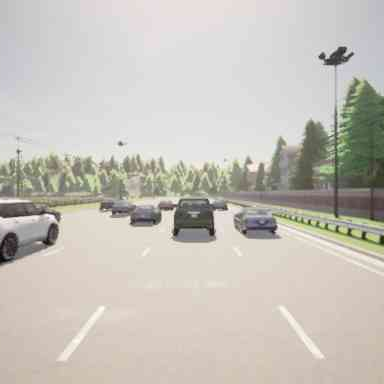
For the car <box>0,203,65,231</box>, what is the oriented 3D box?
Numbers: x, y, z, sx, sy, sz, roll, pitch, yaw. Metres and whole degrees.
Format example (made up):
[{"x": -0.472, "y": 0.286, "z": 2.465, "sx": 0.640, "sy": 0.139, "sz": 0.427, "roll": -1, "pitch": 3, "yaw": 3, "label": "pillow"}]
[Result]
[{"x": -10.400, "y": 1.544, "z": 22.076, "sx": 2.128, "sy": 1.511, "sz": 4.902, "roll": 0, "pitch": 0, "yaw": 0, "label": "car"}]

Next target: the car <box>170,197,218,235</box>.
[{"x": 0.101, "y": 1.267, "z": 19.110, "sx": 2.150, "sy": 2.045, "sz": 5.566, "roll": 0, "pitch": 0, "yaw": 0, "label": "car"}]

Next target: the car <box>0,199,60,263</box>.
[{"x": -6.901, "y": 1.252, "z": 12.219, "sx": 2.150, "sy": 2.045, "sz": 5.566, "roll": 0, "pitch": 0, "yaw": 0, "label": "car"}]

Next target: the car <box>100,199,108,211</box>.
[{"x": -10.414, "y": 1.604, "z": 42.572, "sx": 1.837, "sy": 1.490, "sz": 4.892, "roll": 0, "pitch": 0, "yaw": 0, "label": "car"}]

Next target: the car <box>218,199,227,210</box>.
[{"x": 3.602, "y": 1.666, "z": 44.489, "sx": 1.994, "sy": 1.385, "sz": 4.181, "roll": 0, "pitch": 0, "yaw": 0, "label": "car"}]

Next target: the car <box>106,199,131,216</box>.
[{"x": -6.899, "y": 1.627, "z": 34.198, "sx": 2.033, "sy": 1.411, "sz": 5.357, "roll": 0, "pitch": 0, "yaw": 0, "label": "car"}]

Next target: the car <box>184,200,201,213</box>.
[{"x": 0.101, "y": 1.692, "z": 39.418, "sx": 1.895, "sy": 1.301, "sz": 4.718, "roll": 0, "pitch": 0, "yaw": 0, "label": "car"}]

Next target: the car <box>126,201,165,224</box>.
[{"x": -3.400, "y": 1.623, "z": 25.125, "sx": 1.994, "sy": 1.385, "sz": 4.181, "roll": 0, "pitch": 0, "yaw": 0, "label": "car"}]

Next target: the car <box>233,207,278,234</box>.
[{"x": 3.598, "y": 1.593, "z": 19.556, "sx": 2.033, "sy": 1.411, "sz": 5.357, "roll": 0, "pitch": 0, "yaw": 0, "label": "car"}]

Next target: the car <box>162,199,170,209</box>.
[{"x": -3.398, "y": 1.667, "z": 44.277, "sx": 1.994, "sy": 1.385, "sz": 4.181, "roll": 0, "pitch": 0, "yaw": 0, "label": "car"}]
